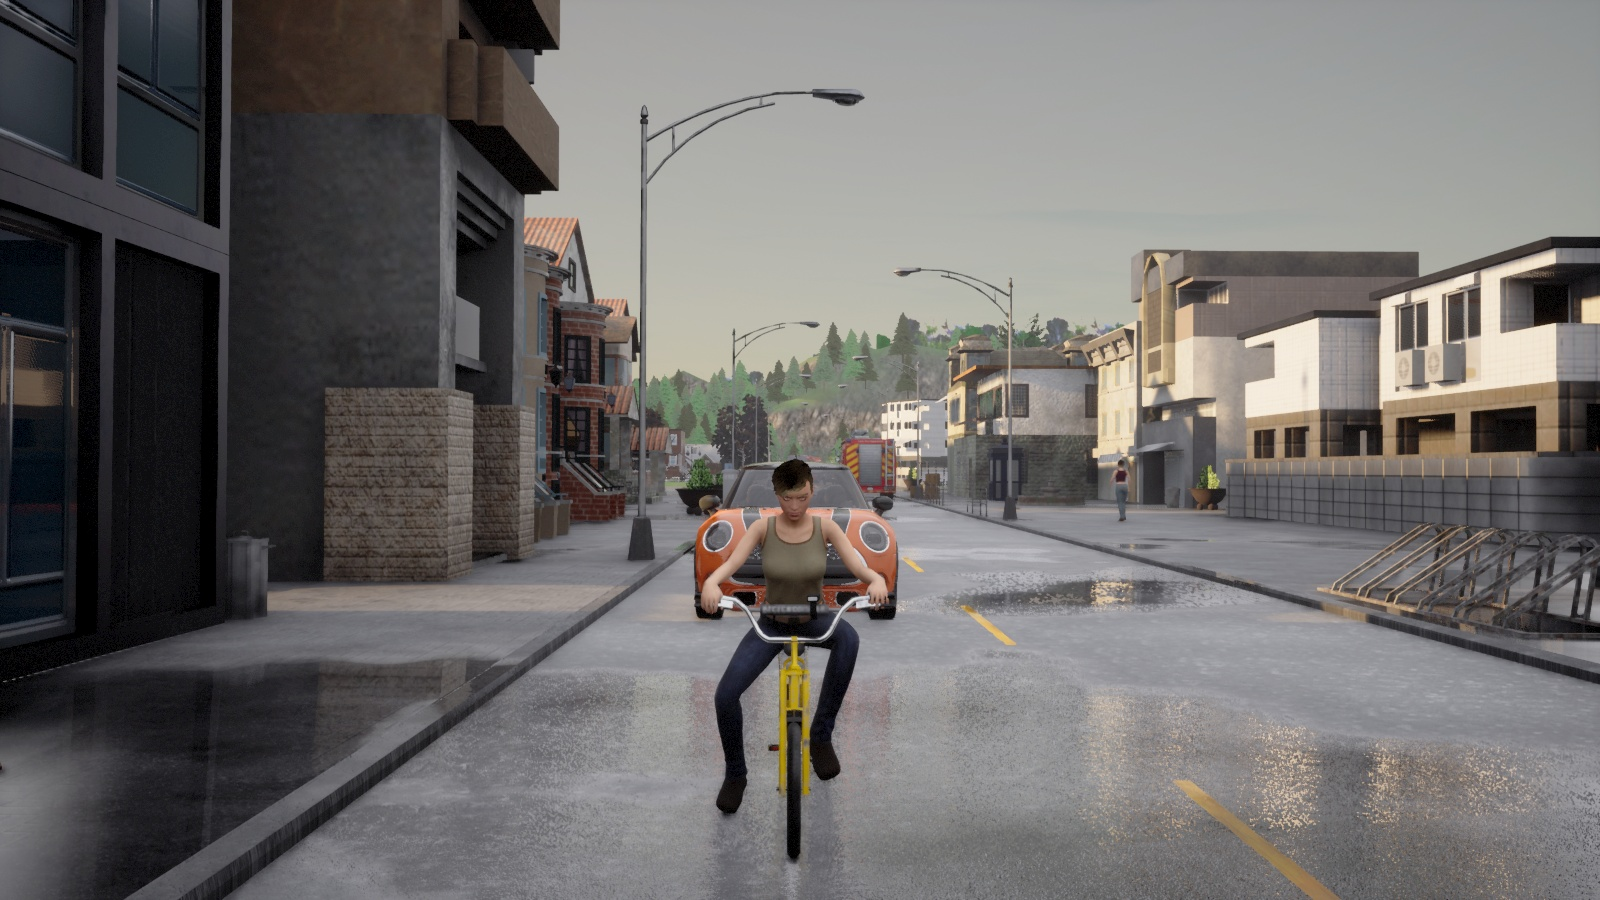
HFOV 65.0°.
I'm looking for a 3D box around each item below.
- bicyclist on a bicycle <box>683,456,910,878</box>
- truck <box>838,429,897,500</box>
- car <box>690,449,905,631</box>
[{"bbox_3d":[-0.019,0.845,5.583,0.866,1.612,1.509,0,-1,0],"label":"bicyclist on a bicycle"},{"bbox_3d":[3.813,0.850,72.557,2.891,3.827,8.468,0,-1,0],"label":"truck"},{"bbox_3d":[-0.038,0.917,14.551,2.097,1.767,4.553,0,-1,0],"label":"car"}]
